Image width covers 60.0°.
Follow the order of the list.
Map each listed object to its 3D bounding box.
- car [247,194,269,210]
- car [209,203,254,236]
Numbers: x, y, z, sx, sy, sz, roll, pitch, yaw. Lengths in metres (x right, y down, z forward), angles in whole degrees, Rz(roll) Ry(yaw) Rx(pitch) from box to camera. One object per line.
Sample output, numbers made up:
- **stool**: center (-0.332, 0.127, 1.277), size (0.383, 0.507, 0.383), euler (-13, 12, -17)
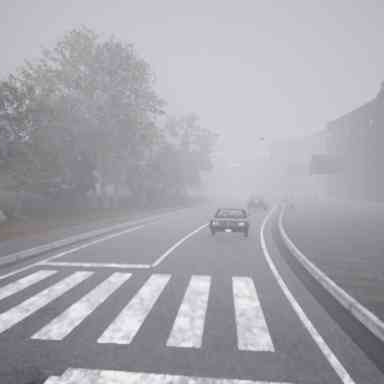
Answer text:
- **car**: center (7.443, 1.035, 37.303), size (2.097, 1.767, 4.553), euler (1, 1, 16)
- **car**: center (2.167, 1.512, 17.841), size (1.895, 1.301, 4.718), euler (1, 1, 12)
